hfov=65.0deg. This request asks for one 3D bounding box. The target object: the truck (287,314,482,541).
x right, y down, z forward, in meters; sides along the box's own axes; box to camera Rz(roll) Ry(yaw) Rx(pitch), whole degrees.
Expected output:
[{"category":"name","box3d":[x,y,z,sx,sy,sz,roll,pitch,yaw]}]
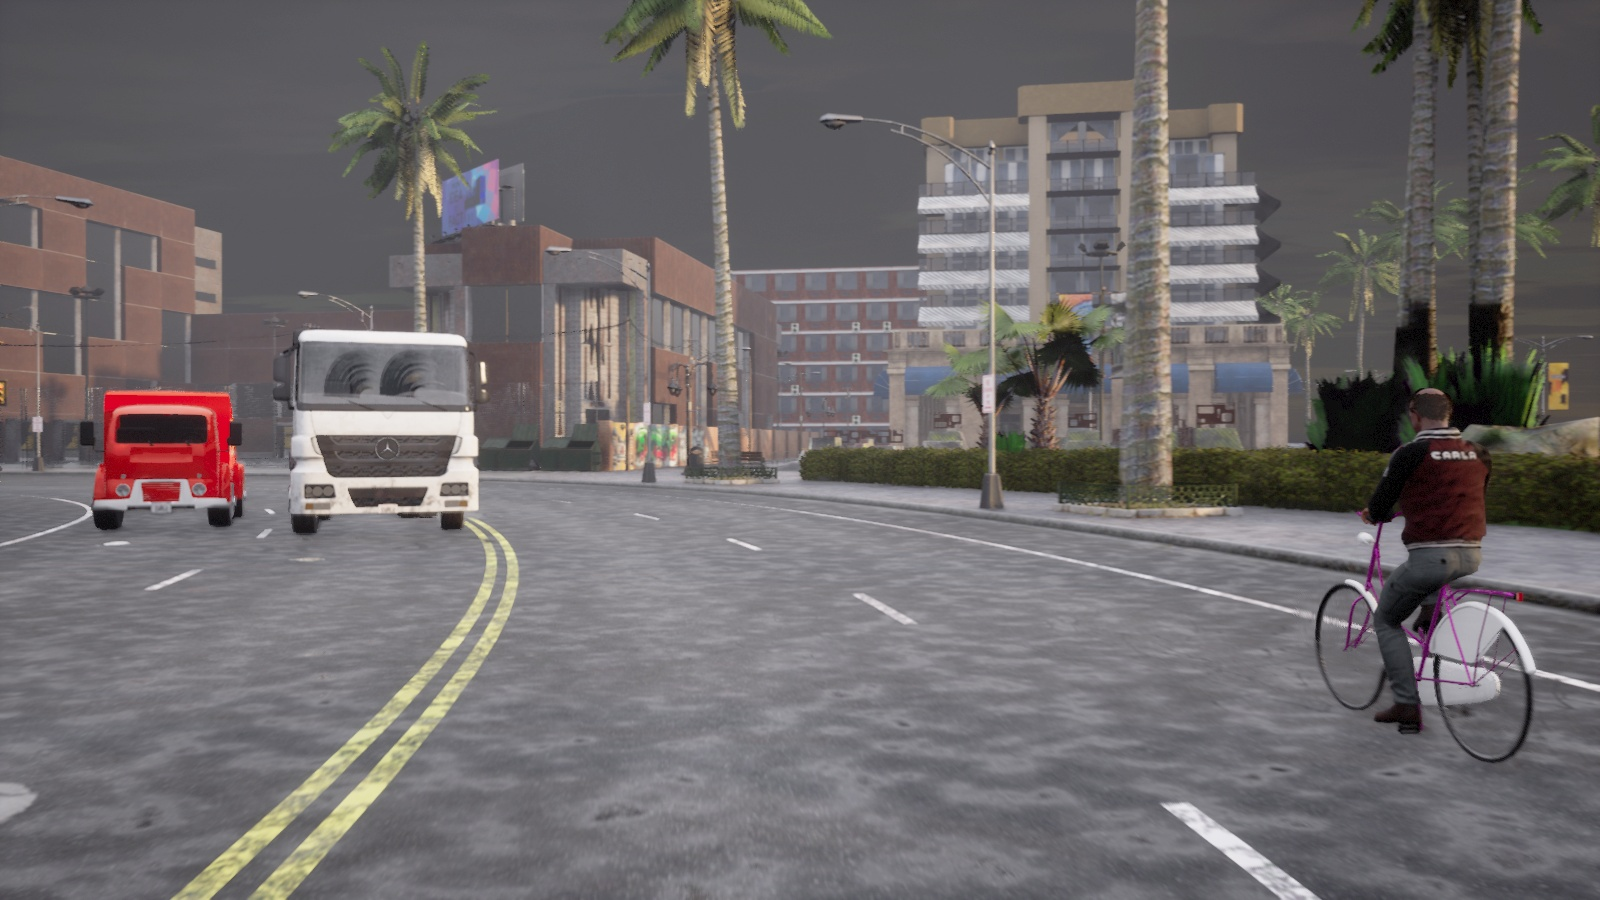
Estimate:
[{"category":"truck","box3d":[-7.983,-0.367,23.410,2.891,3.462,7.936,0,0,-22]}]

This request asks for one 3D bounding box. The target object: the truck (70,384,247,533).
[{"category":"truck","box3d":[-11.833,0.127,23.581,2.627,2.467,5.204,0,0,-23]}]

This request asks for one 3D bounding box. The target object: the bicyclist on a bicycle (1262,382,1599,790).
[{"category":"bicyclist on a bicycle","box3d":[3.101,0.581,6.397,0.659,1.776,1.843,0,1,-6]}]
